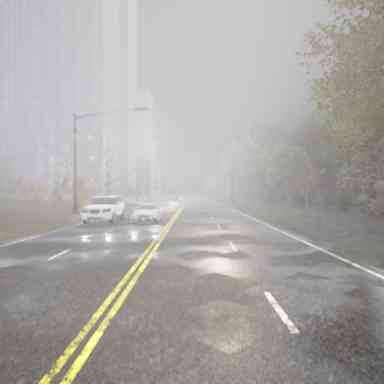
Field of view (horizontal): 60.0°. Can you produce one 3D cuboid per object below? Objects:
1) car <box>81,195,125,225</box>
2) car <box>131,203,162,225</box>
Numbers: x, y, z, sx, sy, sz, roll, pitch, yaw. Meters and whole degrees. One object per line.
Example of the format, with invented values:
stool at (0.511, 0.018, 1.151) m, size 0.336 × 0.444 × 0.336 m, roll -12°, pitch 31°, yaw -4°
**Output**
car at (-6.521, 1.258, 25.098) m, size 2.150 × 2.045 × 5.566 m, roll -1°, pitch 0°, yaw 0°
car at (-3.260, 1.533, 24.654) m, size 1.812 × 1.442 × 4.674 m, roll -1°, pitch 0°, yaw 0°
